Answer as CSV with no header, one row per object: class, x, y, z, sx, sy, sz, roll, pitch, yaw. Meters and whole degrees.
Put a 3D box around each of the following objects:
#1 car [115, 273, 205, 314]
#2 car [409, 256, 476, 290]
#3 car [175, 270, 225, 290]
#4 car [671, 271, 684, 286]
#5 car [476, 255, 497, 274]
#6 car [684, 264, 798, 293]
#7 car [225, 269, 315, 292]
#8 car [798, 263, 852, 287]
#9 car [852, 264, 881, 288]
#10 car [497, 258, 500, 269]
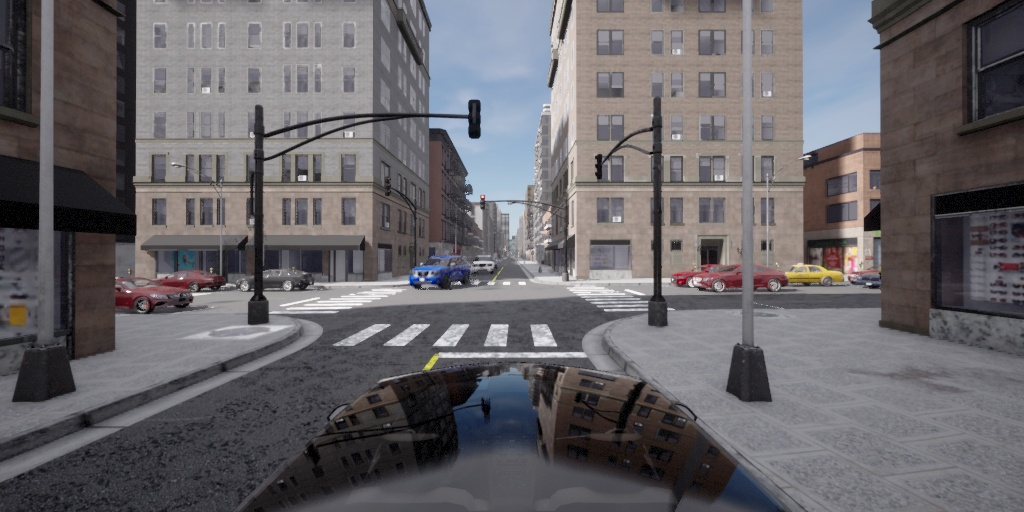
car,-14.660,1.451,13.675,4.207,1.307,1.802,0,0,0
car,-4.546,1.010,23.671,2.150,2.045,5.566,0,1,15
car,-20.159,1.544,22.236,4.207,1.307,1.802,0,0,0
car,12.132,1.188,22.027,4.507,1.381,1.888,0,0,0
car,-3.129,0.952,40.187,2.150,2.045,5.566,0,0,-1
car,12.188,1.156,19.272,4.674,1.442,1.812,-1,0,1
car,-14.631,1.457,22.200,4.403,1.370,2.007,0,0,0
car,17.454,1.116,21.992,4.829,1.417,1.751,0,0,0
car,21.819,1.085,19.208,5.357,1.411,2.033,-1,0,1
car,-3.124,1.183,53.006,1.882,1.535,5.008,0,0,0
